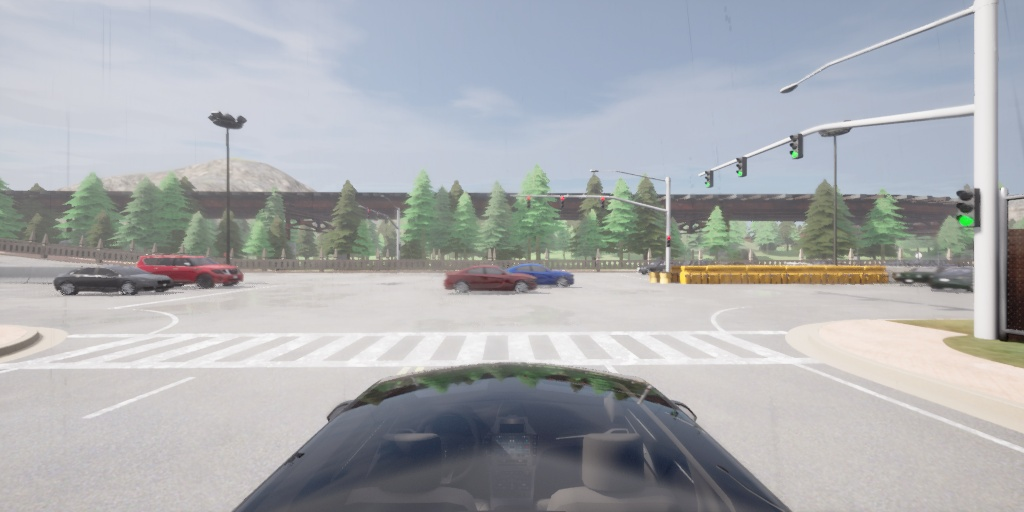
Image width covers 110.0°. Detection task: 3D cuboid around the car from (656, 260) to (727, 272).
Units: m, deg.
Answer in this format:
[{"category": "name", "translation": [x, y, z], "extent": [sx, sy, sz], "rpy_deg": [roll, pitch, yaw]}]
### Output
[{"category": "car", "translation": [15.184, 1.106, 30.445], "extent": [4.553, 1.767, 2.097], "rpy_deg": [0, 0, -2]}]

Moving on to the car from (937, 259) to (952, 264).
[{"category": "car", "translation": [39.984, 1.106, 34.700], "extent": [4.553, 1.767, 2.097], "rpy_deg": [0, 0, -2]}]

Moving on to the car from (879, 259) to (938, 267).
[{"category": "car", "translation": [33.219, 1.258, 31.001], "extent": [4.892, 1.490, 1.837], "rpy_deg": [0, 0, -2]}]

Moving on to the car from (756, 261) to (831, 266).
[{"category": "car", "translation": [24.013, 1.279, 30.701], "extent": [4.674, 1.442, 1.812], "rpy_deg": [0, 0, -2]}]

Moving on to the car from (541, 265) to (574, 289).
[{"category": "car", "translation": [1.428, 1.230, 22.813], "extent": [5.008, 1.535, 1.882], "rpy_deg": [0, 0, -2]}]

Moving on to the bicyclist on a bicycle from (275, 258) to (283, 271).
[{"category": "bicyclist on a bicycle", "translation": [-28.452, 1.046, 43.882], "extent": [0.582, 1.620, 1.656], "rpy_deg": [0, 0, -2]}]

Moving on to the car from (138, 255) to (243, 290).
[{"category": "car", "translation": [-19.927, 0.971, 22.151], "extent": [5.566, 2.045, 2.150], "rpy_deg": [0, 0, -2]}]

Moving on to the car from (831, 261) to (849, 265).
[{"category": "car", "translation": [30.016, 1.246, 34.404], "extent": [4.902, 1.511, 2.128], "rpy_deg": [0, 0, -2]}]

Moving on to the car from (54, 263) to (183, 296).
[{"category": "car", "translation": [-20.548, 1.253, 18.628], "extent": [4.892, 1.490, 1.837], "rpy_deg": [0, 0, -2]}]

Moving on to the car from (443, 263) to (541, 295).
[{"category": "car", "translation": [-1.160, 1.230, 19.231], "extent": [5.008, 1.535, 1.882], "rpy_deg": [0, 0, -2]}]

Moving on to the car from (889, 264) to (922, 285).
[{"category": "car", "translation": [28.352, 1.353, 23.649], "extent": [4.718, 1.301, 1.895], "rpy_deg": [0, 0, -2]}]

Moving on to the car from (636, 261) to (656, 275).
[{"category": "car", "translation": [15.576, 1.246, 37.460], "extent": [4.902, 1.511, 2.128], "rpy_deg": [0, 0, -2]}]

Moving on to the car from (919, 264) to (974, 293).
[{"category": "car", "translation": [26.144, 1.316, 20.080], "extent": [4.181, 1.385, 1.994], "rpy_deg": [0, 0, -2]}]

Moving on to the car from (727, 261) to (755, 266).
[{"category": "car", "translation": [20.519, 1.259, 34.112], "extent": [4.892, 1.490, 1.837], "rpy_deg": [0, 0, -2]}]
